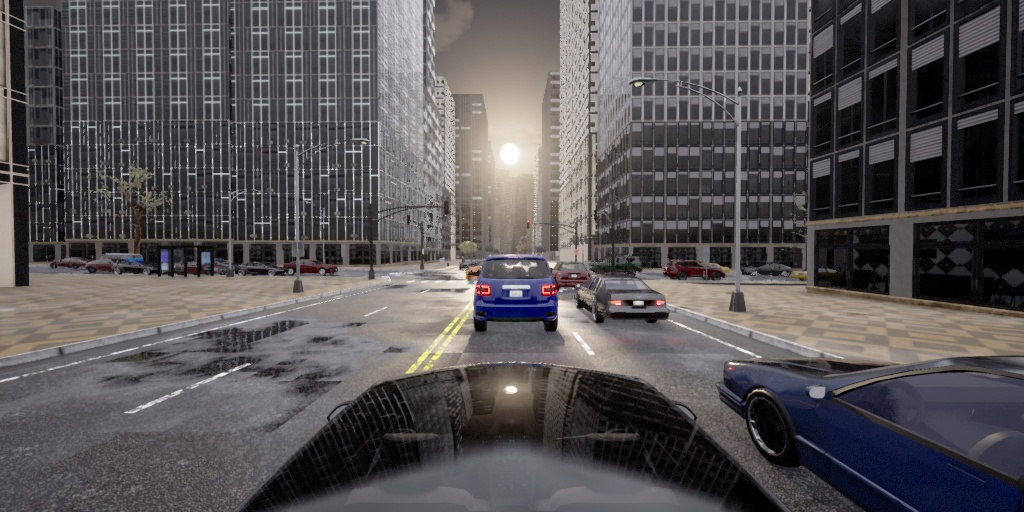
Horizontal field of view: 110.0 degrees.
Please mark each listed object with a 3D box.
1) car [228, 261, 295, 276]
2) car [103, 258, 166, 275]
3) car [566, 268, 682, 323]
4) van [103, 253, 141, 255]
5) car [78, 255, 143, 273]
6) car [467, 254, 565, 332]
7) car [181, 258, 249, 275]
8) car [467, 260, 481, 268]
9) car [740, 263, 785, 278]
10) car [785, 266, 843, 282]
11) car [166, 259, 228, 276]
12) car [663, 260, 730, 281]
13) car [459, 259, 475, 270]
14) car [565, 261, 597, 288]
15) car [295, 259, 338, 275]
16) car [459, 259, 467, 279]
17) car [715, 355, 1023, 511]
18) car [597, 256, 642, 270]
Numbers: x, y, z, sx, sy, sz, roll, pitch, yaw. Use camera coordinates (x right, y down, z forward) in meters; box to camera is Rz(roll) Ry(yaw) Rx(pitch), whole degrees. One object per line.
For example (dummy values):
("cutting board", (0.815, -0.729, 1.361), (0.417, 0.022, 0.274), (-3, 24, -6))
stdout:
("car", (-22.732, 1.173, 32.604), (4.313, 1.339, 1.948), (0, 0, 1))
("car", (-34.097, 1.068, 32.911), (4.313, 1.339, 1.948), (0, 0, 1))
("car", (3.350, 1.293, 12.017), (2.033, 1.411, 5.357), (0, 0, 0))
("van", (-45.288, 0.604, 41.571), (3.998, 1.789, 1.690), (0, 0, 1))
("car", (-39.541, 0.936, 35.659), (4.674, 1.442, 1.812), (1, 1, 1))
("car", (0.097, 0.967, 11.014), (2.150, 2.045, 5.566), (0, 0, 0))
("car", (-29.269, 0.995, 35.446), (4.902, 1.511, 2.128), (1, 1, 1))
("car", (-6.571, 1.304, 62.784), (1.895, 1.301, 4.718), (0, 0, 0))
("car", (26.539, 1.457, 37.676), (4.892, 1.490, 1.837), (1, 1, 1))
("car", (27.641, 1.578, 31.878), (4.829, 1.417, 1.751), (0, 0, 1))
("car", (-28.416, 1.137, 32.737), (4.207, 1.307, 1.802), (0, 0, 1))
("car", (16.193, 1.268, 32.075), (5.009, 1.841, 2.192), (0, 0, 1))
("car", (-6.602, 1.220, 52.481), (1.837, 1.490, 4.892), (0, 0, -1))
("car", (3.349, 1.092, 21.424), (2.097, 1.767, 4.553), (0, 0, 0))
("car", (-19.766, 1.068, 35.252), (5.008, 1.535, 1.882), (1, 1, 0))
("car", (-2.096, 1.141, 29.661), (2.097, 1.767, 4.553), (1, -1, 21))
("car", (3.350, 1.297, 1.837), (2.033, 1.411, 5.357), (0, 0, 1))
("car", (10.916, 1.032, 38.136), (5.566, 2.045, 2.150), (1, 1, 4))
